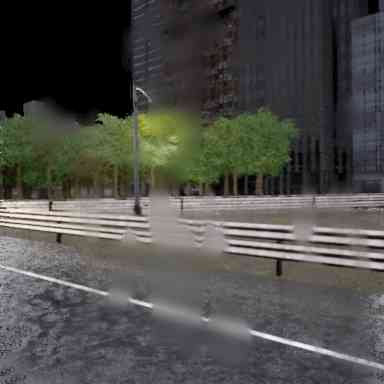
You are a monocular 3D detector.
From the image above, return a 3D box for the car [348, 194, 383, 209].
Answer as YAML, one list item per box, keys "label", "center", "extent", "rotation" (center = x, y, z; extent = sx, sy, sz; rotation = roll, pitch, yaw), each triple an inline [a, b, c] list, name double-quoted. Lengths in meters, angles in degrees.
- label: "car"
  center: [17.123, 0.905, 31.573]
  extent: [4.181, 1.385, 1.994]
  rotation: [-1, 0, -6]
